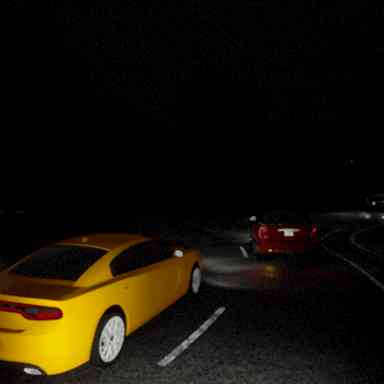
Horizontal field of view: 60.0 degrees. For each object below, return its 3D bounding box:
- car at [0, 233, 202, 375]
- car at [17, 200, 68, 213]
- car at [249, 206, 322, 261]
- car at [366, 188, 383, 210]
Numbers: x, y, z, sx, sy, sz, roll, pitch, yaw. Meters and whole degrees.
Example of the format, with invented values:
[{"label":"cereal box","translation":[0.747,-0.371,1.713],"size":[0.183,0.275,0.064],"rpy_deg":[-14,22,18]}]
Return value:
[{"label":"car","translation":[-1.360,1.476,5.969],"size":[1.882,1.535,5.008],"rpy_deg":[0,0,22]},{"label":"car","translation":[-15.750,1.476,35.061],"size":[4.718,1.301,1.895],"rpy_deg":[0,0,7]},{"label":"car","translation":[3.314,1.344,12.552],"size":[2.097,1.767,4.553],"rpy_deg":[0,0,7]},{"label":"car","translation":[17.071,0.274,27.344],"size":[5.566,2.045,2.150],"rpy_deg":[-6,2,-18]}]
